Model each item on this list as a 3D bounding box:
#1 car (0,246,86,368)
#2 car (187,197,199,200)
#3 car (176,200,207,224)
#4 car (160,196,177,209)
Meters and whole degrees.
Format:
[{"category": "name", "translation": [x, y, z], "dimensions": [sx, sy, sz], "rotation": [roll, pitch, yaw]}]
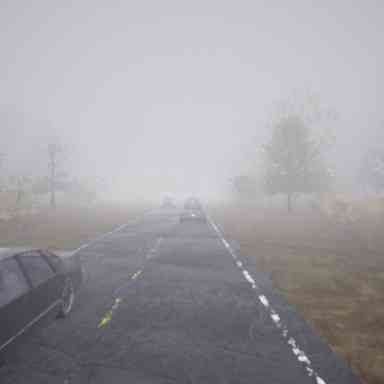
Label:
[{"category": "car", "translation": [-3.103, 1.549, 4.628], "dimensions": [2.033, 1.411, 5.357], "rotation": [0, 0, 0]}, {"category": "car", "translation": [0.076, 1.372, 42.574], "dimensions": [2.097, 1.767, 4.553], "rotation": [0, 0, 0]}, {"category": "car", "translation": [0.087, 1.576, 24.984], "dimensions": [1.994, 1.385, 4.181], "rotation": [0, 0, 0]}, {"category": "car", "translation": [-3.103, 1.371, 44.448], "dimensions": [2.097, 1.767, 4.553], "rotation": [0, 0, 0]}]
